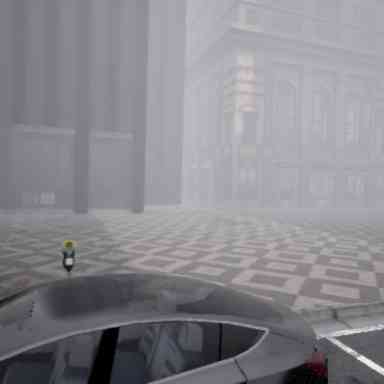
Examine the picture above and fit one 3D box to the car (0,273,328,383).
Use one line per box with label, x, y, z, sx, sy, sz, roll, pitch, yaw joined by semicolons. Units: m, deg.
car;-0.997;1.440;2.601;4.313;1.339;1.947;1;2;-19
